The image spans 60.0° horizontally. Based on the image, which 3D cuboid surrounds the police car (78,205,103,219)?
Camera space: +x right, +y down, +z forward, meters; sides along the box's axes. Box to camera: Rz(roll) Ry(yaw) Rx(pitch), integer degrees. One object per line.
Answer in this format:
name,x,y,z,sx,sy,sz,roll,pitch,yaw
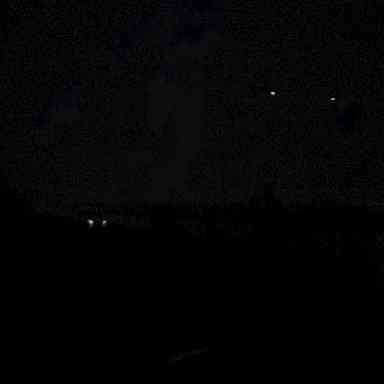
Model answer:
police car,-12.712,2.390,41.714,1.930,1.638,5.238,-2,0,-35
